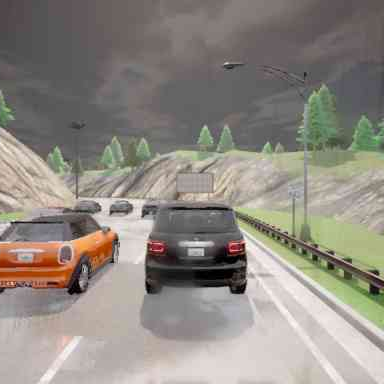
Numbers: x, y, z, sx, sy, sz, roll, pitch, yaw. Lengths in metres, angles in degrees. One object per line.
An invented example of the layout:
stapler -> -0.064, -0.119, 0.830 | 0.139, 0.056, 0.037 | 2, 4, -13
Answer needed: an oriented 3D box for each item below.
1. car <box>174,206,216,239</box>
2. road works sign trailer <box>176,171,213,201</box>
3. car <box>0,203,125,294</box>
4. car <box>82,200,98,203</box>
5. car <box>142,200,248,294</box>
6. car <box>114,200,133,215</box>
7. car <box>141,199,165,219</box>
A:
car -> 0.120, 1.559, 18.126 | 1.994, 1.385, 4.181 | 0, 0, -1
road works sign trailer -> 0.190, 0.464, 21.623 | 2.380, 3.560, 2.880 | 0, 0, 0
car -> -3.410, 1.353, 8.958 | 2.097, 1.767, 4.553 | 0, 0, 0
car -> -10.745, 1.564, 34.586 | 1.994, 1.385, 4.181 | 0, 0, -3
car -> 0.088, 1.221, 8.909 | 2.150, 2.045, 5.566 | 0, 0, 0
car -> -7.190, 1.548, 34.028 | 2.033, 1.411, 5.357 | 0, 0, -3
car -> -3.562, 1.506, 30.847 | 1.837, 1.490, 4.892 | 0, 0, -2
